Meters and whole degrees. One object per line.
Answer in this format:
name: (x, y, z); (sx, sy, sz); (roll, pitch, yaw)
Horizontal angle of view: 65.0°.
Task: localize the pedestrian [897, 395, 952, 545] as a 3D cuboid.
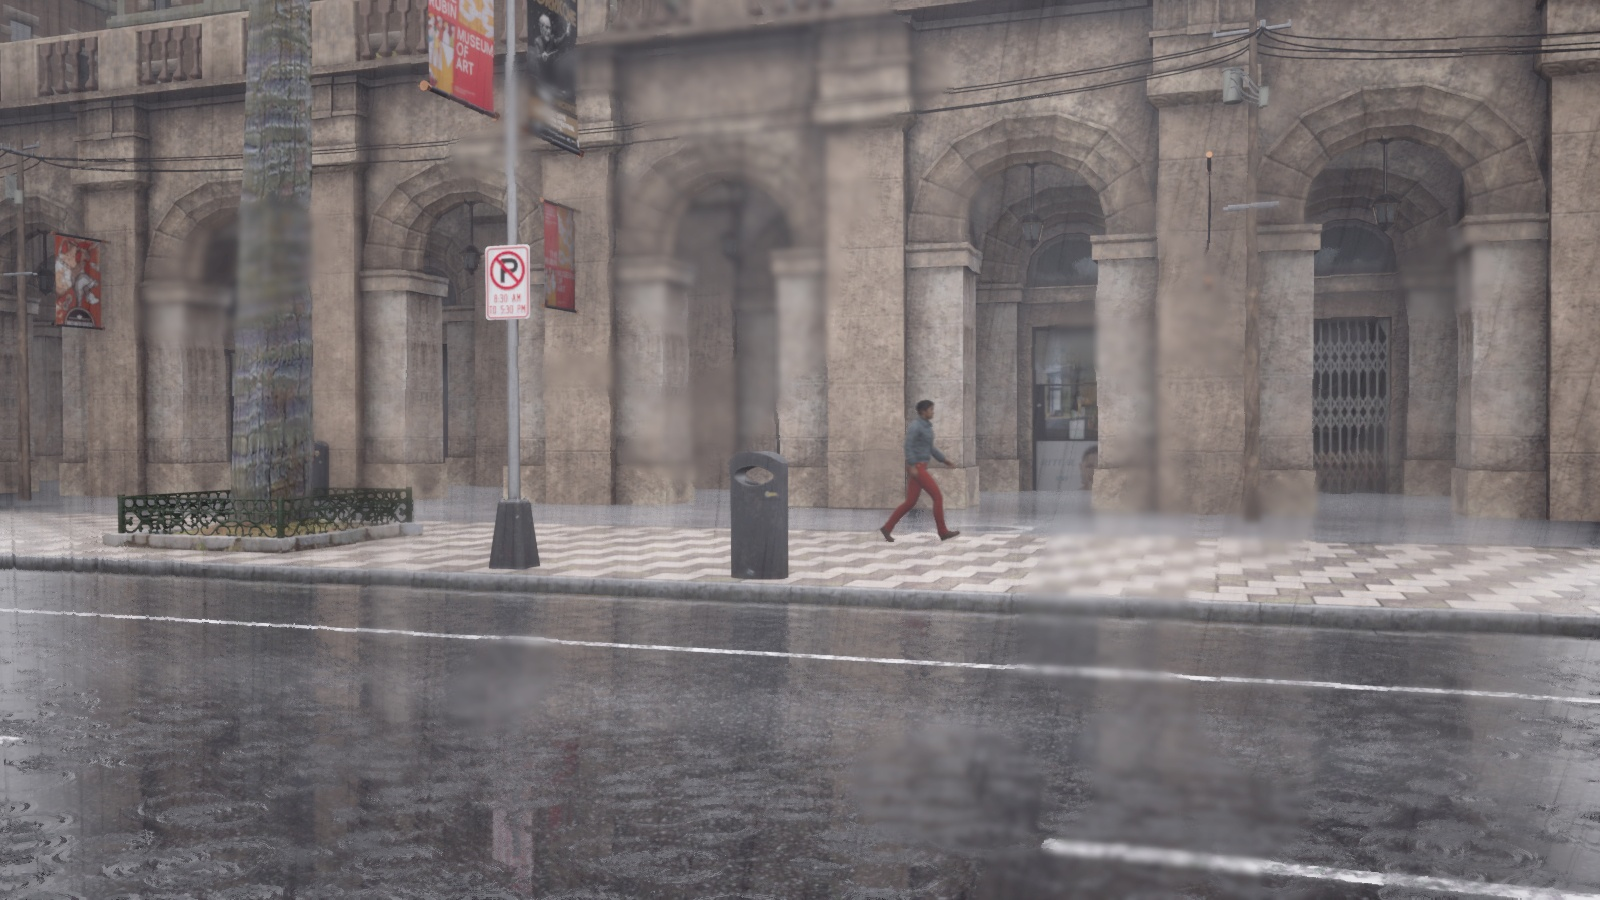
pedestrian: (1.557, 0.238, 15.675); (0.614, 1.847, 0.353); (1, 1, 18)
